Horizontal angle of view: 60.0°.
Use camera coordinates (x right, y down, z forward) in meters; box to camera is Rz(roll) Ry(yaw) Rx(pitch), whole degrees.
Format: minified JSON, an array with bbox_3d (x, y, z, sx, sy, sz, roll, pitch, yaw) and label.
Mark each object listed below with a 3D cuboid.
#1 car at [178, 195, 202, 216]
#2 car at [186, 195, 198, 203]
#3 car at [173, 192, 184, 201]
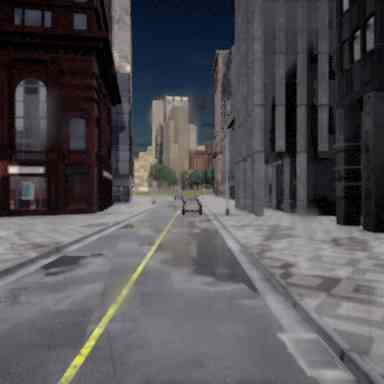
[{"bbox_3d":[0.004,1.348,32.232,2.033,1.649,4.856,0,0,0],"label":"car"},{"bbox_3d":[0.006,1.376,65.523,2.128,1.511,4.902,0,0,0],"label":"car"},{"bbox_3d":[-2.994,0.918,75.010,2.150,2.045,5.566,0,0,0],"label":"car"}]
